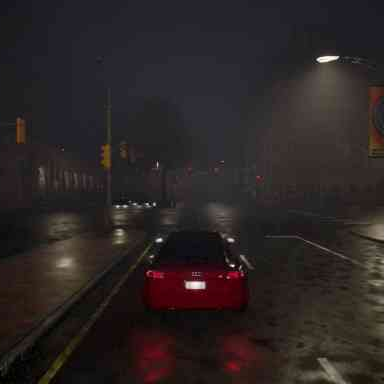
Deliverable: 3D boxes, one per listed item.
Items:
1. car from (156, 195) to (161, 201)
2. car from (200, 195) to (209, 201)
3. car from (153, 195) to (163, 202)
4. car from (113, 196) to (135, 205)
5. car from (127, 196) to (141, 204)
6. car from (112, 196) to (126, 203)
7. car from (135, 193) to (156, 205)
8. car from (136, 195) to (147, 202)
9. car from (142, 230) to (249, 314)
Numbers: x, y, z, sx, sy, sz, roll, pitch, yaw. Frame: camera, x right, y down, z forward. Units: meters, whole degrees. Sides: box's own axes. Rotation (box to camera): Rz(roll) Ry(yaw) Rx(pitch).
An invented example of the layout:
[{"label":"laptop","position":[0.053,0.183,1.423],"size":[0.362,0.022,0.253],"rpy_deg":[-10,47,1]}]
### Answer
[{"label":"car","position":[-8.036,1.601,68.357],"size":[1.895,1.301,4.718],"rpy_deg":[0,0,0]},{"label":"car","position":[3.460,1.553,87.081],"size":[1.994,1.385,4.181],"rpy_deg":[0,0,0]},{"label":"car","position":[-8.036,1.500,78.561],"size":[1.837,1.490,4.892],"rpy_deg":[0,0,0]},{"label":"car","position":[-11.608,1.564,56.843],"size":[1.994,1.385,4.181],"rpy_deg":[0,0,0]},{"label":"car","position":[-11.557,1.564,66.137],"size":[1.994,1.385,4.181],"rpy_deg":[0,0,0]},{"label":"car","position":[-14.781,1.595,67.799],"size":[1.895,1.301,4.718],"rpy_deg":[0,0,0]},{"label":"car","position":[-8.107,1.221,58.558],"size":[2.150,2.045,5.566],"rpy_deg":[0,0,0]},{"label":"car","position":[-11.535,1.478,76.556],"size":[1.882,1.535,5.008],"rpy_deg":[0,0,0]},{"label":"car","position":[0.071,1.564,7.694],"size":[1.994,1.385,4.181],"rpy_deg":[0,0,0]}]
